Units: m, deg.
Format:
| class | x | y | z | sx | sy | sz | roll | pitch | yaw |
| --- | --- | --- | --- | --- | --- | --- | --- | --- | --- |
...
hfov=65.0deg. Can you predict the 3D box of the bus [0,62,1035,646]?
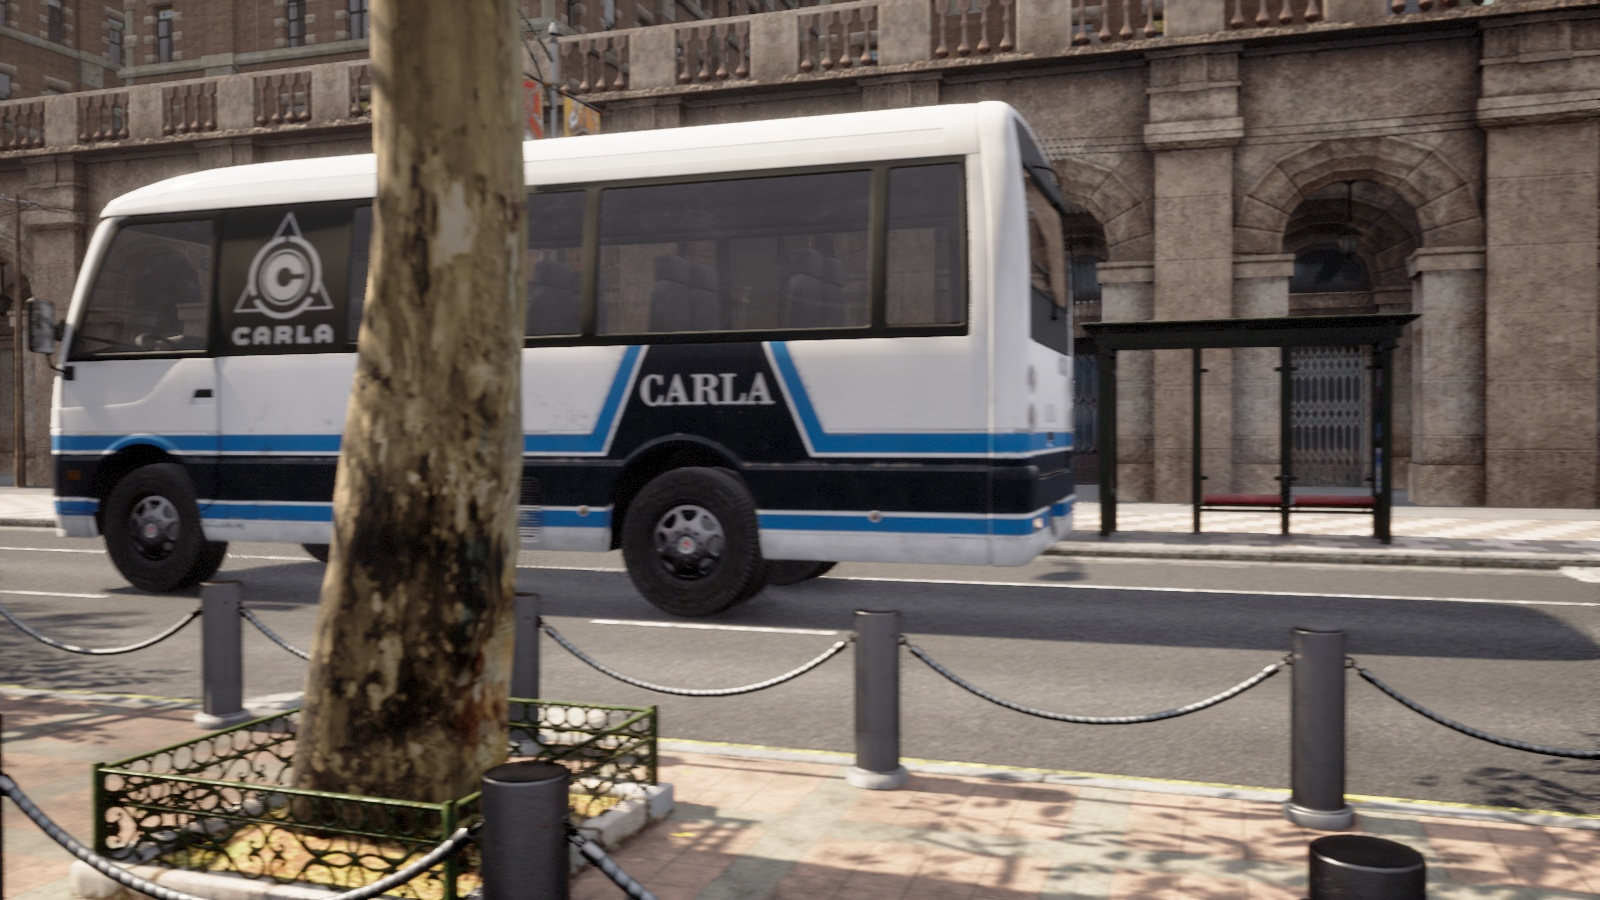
| class | x | y | z | sx | sy | sz | roll | pitch | yaw |
| --- | --- | --- | --- | --- | --- | --- | --- | --- | --- |
| bus | -3.096 | -0.764 | 12.654 | 10.273 | 4.253 | 3.944 | 1 | 1 | 19 |
